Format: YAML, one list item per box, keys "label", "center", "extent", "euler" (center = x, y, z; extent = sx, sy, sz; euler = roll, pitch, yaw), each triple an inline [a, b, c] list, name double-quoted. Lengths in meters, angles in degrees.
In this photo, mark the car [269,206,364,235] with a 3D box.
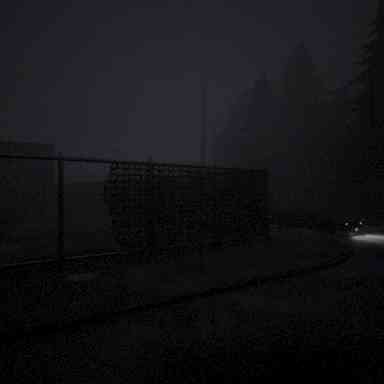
- label: "car"
  center: [6.948, 1.547, 19.327]
  extent: [2.033, 1.411, 5.357]
  euler: [0, 0, -36]
